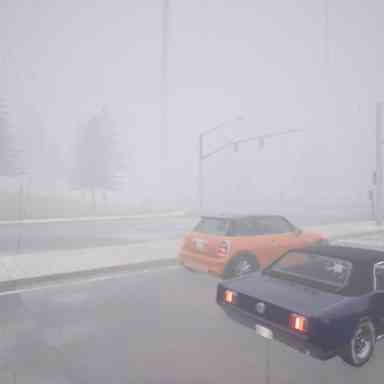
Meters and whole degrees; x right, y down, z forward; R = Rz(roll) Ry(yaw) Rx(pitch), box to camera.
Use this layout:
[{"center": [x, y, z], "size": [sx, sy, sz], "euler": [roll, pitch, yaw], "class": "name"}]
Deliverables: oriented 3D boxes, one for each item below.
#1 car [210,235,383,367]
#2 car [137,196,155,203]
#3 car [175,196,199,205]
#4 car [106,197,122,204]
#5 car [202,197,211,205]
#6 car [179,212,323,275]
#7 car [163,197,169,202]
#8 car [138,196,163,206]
[{"center": [2.791, 1.601, 5.782], "size": [4.718, 1.301, 1.895], "euler": [0, 0, -35], "class": "car"}, {"center": [-9.830, 1.556, 70.442], "size": [1.994, 1.385, 4.181], "euler": [0, 0, -35], "class": "car"}, {"center": [-1.044, 1.603, 57.785], "size": [1.895, 1.301, 4.718], "euler": [0, 0, -35], "class": "car"}, {"center": [-15.744, 1.599, 66.684], "size": [1.895, 1.301, 4.718], "euler": [0, 0, -35], "class": "car"}, {"center": [1.579, 1.529, 60.160], "size": [1.812, 1.442, 4.674], "euler": [0, 0, -34], "class": "car"}, {"center": [1.942, 1.353, 9.467], "size": [4.553, 1.767, 2.097], "euler": [0, 0, -35], "class": "car"}, {"center": [-7.154, 1.542, 72.723], "size": [2.033, 1.411, 5.357], "euler": [0, 0, -35], "class": "car"}, {"center": [-7.045, 1.566, 54.131], "size": [1.994, 1.385, 4.181], "euler": [0, 0, -35], "class": "car"}]
